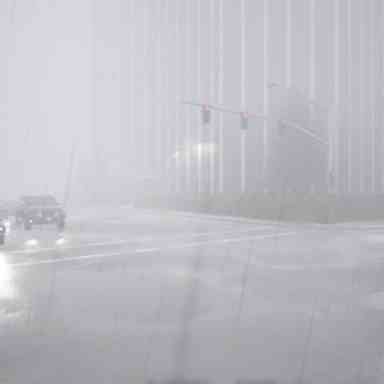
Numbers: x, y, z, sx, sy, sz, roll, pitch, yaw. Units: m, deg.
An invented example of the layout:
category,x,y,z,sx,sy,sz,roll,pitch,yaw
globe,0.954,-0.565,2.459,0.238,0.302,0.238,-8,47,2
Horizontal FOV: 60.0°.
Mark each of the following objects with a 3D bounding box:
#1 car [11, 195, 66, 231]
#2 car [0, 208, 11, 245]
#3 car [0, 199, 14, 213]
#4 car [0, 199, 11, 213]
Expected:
category,x,y,z,sx,sy,sz,roll,pitch,yaw
car,-9.827,1.216,21.358,2.150,2.045,5.566,0,0,-36
car,-9.575,1.600,14.946,1.895,1.301,4.718,0,0,-34
car,-22.046,1.542,38.268,2.033,1.411,5.357,0,0,-36
car,-15.847,1.520,29.688,1.812,1.442,4.674,0,0,-36
